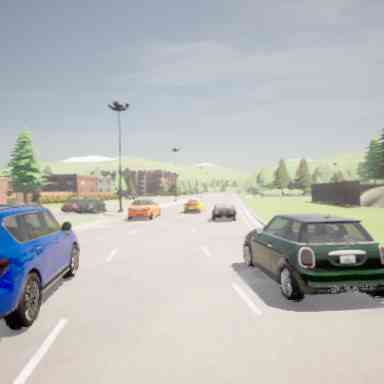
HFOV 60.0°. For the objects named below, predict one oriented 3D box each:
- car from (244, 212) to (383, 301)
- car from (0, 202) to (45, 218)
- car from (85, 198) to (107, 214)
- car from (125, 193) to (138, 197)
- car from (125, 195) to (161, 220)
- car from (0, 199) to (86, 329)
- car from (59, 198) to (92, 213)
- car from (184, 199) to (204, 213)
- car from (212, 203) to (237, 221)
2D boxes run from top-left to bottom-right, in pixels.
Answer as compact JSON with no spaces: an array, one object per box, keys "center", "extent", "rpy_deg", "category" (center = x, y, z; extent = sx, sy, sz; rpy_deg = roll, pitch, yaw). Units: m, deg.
[{"center":[2.777,1.308,8.454],"extent":[2.097,1.767,4.553],"rpy_deg":[-1,0,-5],"category":"car"},{"center":[-18.682,1.902,36.712],"extent":[2.033,1.411,5.357],"rpy_deg":[-1,0,7],"category":"car"},{"center":[-11.475,1.581,38.025],"extent":[2.097,1.767,4.553],"rpy_deg":[-1,0,7],"category":"car"},{"center":[-13.821,1.135,76.763],"extent":[2.150,2.045,5.566],"rpy_deg":[-1,0,7],"category":"car"},{"center":[-4.116,1.444,29.373],"extent":[2.097,1.767,4.553],"rpy_deg":[-1,0,5],"category":"car"},{"center":[-3.989,1.297,7.077],"extent":[2.150,2.045,5.566],"rpy_deg":[-1,0,-7],"category":"car"},{"center":[-14.547,1.637,41.772],"extent":[2.097,1.767,4.553],"rpy_deg":[-1,0,7],"category":"car"},{"center":[0.252,1.497,37.405],"extent":[1.882,1.535,5.008],"rpy_deg":[-1,0,7],"category":"car"},{"center":[2.633,1.572,27.180],"extent":[1.895,1.301,4.718],"rpy_deg":[-1,0,6],"category":"car"}]
